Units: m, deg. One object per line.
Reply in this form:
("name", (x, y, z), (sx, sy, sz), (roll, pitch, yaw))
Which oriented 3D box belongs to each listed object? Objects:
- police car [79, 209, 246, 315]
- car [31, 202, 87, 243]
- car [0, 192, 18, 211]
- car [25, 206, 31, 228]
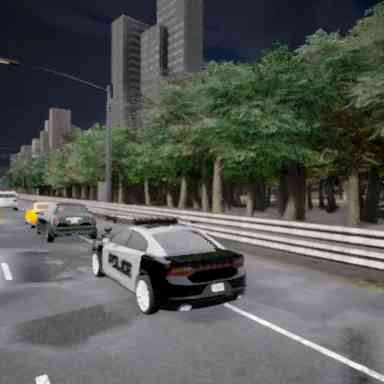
("police car", (-0.943, 1.412, 7.864), (1.930, 1.638, 5.238), (0, 0, -32))
("car", (-6.233, 1.291, 16.185), (2.097, 1.767, 4.553), (0, 0, -32))
("car", (-20.863, 1.036, 37.256), (2.150, 2.045, 5.566), (0, 0, -32))
("car", (-9.467, 1.389, 21.275), (1.882, 1.535, 5.008), (0, 0, -32))
